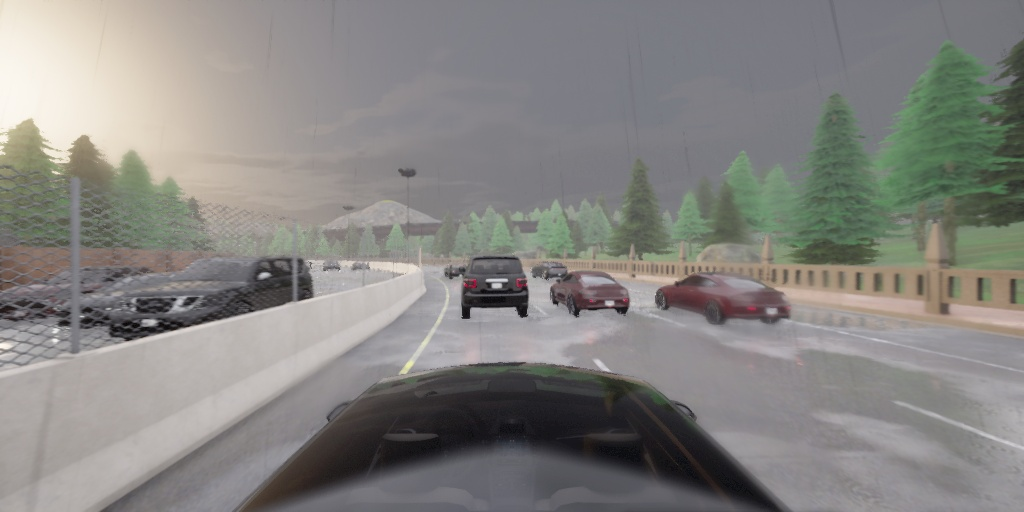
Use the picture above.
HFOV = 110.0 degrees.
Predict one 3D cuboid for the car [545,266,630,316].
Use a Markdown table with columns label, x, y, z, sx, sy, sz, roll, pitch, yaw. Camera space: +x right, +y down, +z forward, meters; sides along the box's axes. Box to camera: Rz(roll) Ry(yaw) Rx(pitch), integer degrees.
| label | x | y | z | sx | sy | sz | roll | pitch | yaw |
| --- | --- | --- | --- | --- | --- | --- | --- | --- | --- |
| car | 2.706 | 1.262 | 13.173 | 1.812 | 1.442 | 4.674 | 0 | 0 | -7 |

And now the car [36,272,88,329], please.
| label | x | y | z | sx | sy | sz | roll | pitch | yaw |
| --- | --- | --- | --- | --- | --- | --- | --- | --- | --- |
| car | -11.349 | 1.299 | 11.597 | 1.837 | 1.490 | 4.892 | 0 | 0 | -7 |

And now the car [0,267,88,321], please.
| label | x | y | z | sx | sy | sz | roll | pitch | yaw |
| --- | --- | --- | --- | --- | --- | --- | --- | --- | --- |
| car | -15.064 | 1.162 | 12.932 | 2.097 | 1.767 | 4.553 | 0 | 0 | -8 |

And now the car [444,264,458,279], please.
| label | x | y | z | sx | sy | sz | roll | pitch | yaw |
| --- | --- | --- | --- | --- | --- | --- | --- | --- | --- |
| car | -4.993 | 1.364 | 32.348 | 1.895 | 1.301 | 4.718 | 0 | 0 | -18 |

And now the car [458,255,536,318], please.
| label | x | y | z | sx | sy | sz | roll | pitch | yaw |
| --- | --- | --- | --- | --- | --- | --- | --- | --- | --- |
| car | -0.766 | 0.972 | 13.274 | 2.150 | 2.045 | 5.566 | 0 | 0 | -7 |

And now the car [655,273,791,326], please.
| label | x | y | z | sx | sy | sz | roll | pitch | yaw |
| --- | --- | --- | --- | --- | --- | --- | --- | --- | --- |
| car | 6.410 | 1.247 | 11.443 | 1.812 | 1.442 | 4.674 | 0 | 0 | -6 |

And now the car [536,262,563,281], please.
| label | x | y | z | sx | sy | sz | roll | pitch | yaw |
| --- | --- | --- | --- | --- | --- | --- | --- | --- | --- |
| car | 3.028 | 1.222 | 29.761 | 2.128 | 1.511 | 4.902 | 0 | 0 | -15 |

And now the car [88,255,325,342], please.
| label | x | y | z | sx | sy | sz | roll | pitch | yaw |
| --- | --- | --- | --- | --- | --- | --- | --- | --- | --- |
| car | -7.626 | 1.001 | 10.031 | 2.150 | 2.045 | 5.566 | 0 | 0 | -6 |

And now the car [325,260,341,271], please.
| label | x | y | z | sx | sy | sz | roll | pitch | yaw |
| --- | --- | --- | --- | --- | --- | --- | --- | --- | --- |
| car | -25.754 | 1.349 | 51.269 | 1.837 | 1.490 | 4.892 | 0 | 0 | -33 |

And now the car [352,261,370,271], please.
| label | x | y | z | sx | sy | sz | roll | pitch | yaw |
| --- | --- | --- | --- | --- | --- | --- | --- | --- | --- |
| car | -21.546 | 1.392 | 51.171 | 1.994 | 1.385 | 4.181 | 0 | 0 | -31 |
